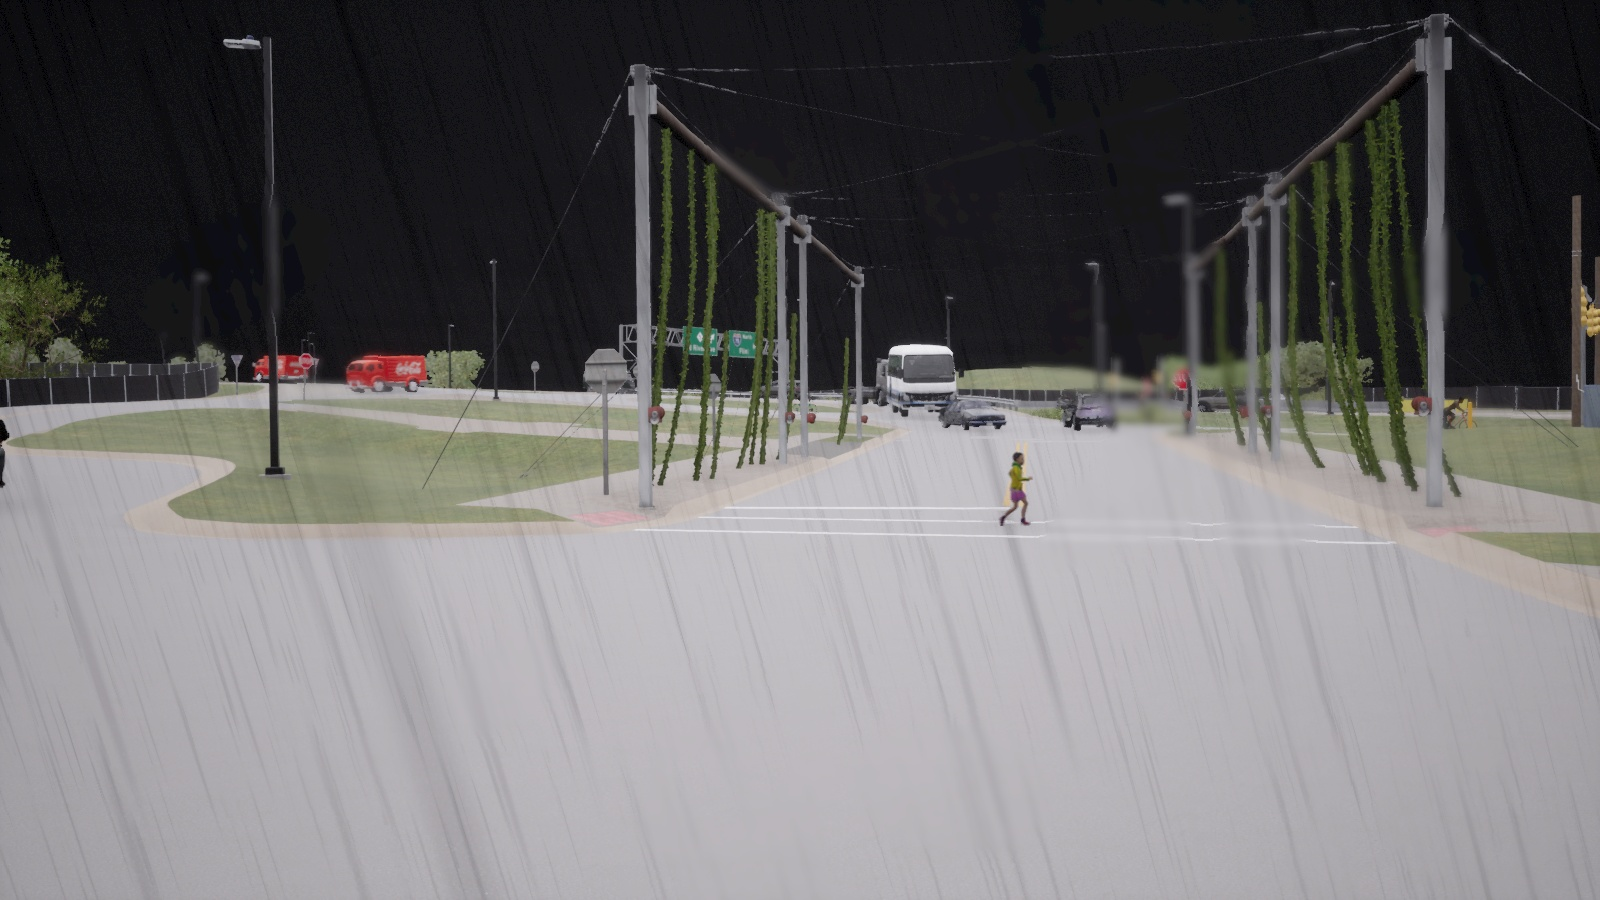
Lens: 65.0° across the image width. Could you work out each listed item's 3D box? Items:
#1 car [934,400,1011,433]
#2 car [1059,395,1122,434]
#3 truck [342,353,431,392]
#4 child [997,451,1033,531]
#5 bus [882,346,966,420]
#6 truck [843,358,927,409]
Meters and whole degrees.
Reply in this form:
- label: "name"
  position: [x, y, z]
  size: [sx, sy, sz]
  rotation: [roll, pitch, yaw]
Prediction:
- label: "car"
  position: [8.250, -1.647, 60.462]
  size: [2.033, 1.411, 5.357]
  rotation: [-1, 3, -11]
- label: "car"
  position: [13.426, -1.690, 58.292]
  size: [2.033, 1.649, 4.856]
  rotation: [1, 3, 3]
- label: "truck"
  position: [-27.819, -5.265, 84.583]
  size: [2.627, 2.467, 5.204]
  rotation: [2, 6, 28]
- label: "child"
  position: [3.180, 0.596, 18.556]
  size: [0.473, 1.160, 0.299]
  rotation: [0, 1, 22]
- label: "bus"
  position: [7.443, -4.249, 77.101]
  size: [3.944, 4.253, 10.273]
  rotation: [-1, 5, -1]
- label: "truck"
  position: [6.076, -4.908, 91.440]
  size: [2.891, 3.462, 7.936]
  rotation: [-1, 4, -22]
